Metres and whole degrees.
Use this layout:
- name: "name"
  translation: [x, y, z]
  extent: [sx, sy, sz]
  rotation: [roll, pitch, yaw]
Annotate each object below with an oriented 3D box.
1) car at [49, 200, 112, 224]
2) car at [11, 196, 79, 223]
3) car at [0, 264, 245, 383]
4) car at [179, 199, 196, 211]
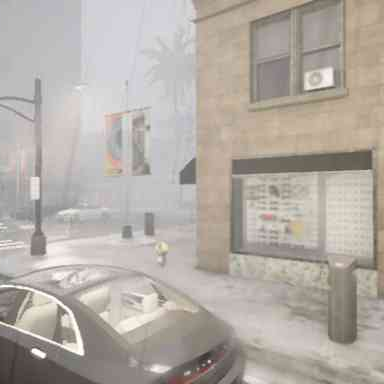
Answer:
- name: "car"
  translation: [-8.523, 1.627, 26.437]
  extent: [1.812, 1.442, 4.674]
  rotation: [0, 0, 35]
- name: "car"
  translation: [-11.798, 1.327, 27.423]
  extent: [2.150, 2.045, 5.566]
  rotation: [0, 0, 36]
- name: "car"
  translation: [-1.540, 1.563, 3.946]
  extent: [4.403, 1.369, 2.008]
  rotation: [0, 0, 36]
- name: "car"
  translation: [0.259, 1.624, 44.500]
  extent: [1.882, 1.535, 5.008]
  rotation: [0, 0, 35]
